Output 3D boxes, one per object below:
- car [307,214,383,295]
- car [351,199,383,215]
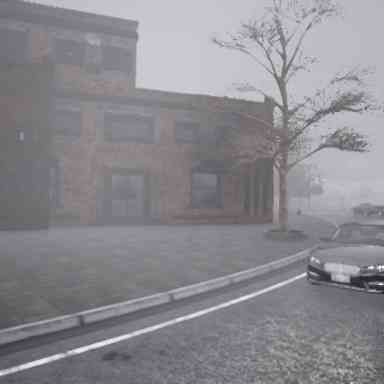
[{"bbox_3d":[4.719,1.579,8.965,2.128,1.511,4.902,0,0,40],"label":"car"},{"bbox_3d":[18.225,1.832,34.437,1.837,1.490,4.892,1,-1,3],"label":"car"}]
